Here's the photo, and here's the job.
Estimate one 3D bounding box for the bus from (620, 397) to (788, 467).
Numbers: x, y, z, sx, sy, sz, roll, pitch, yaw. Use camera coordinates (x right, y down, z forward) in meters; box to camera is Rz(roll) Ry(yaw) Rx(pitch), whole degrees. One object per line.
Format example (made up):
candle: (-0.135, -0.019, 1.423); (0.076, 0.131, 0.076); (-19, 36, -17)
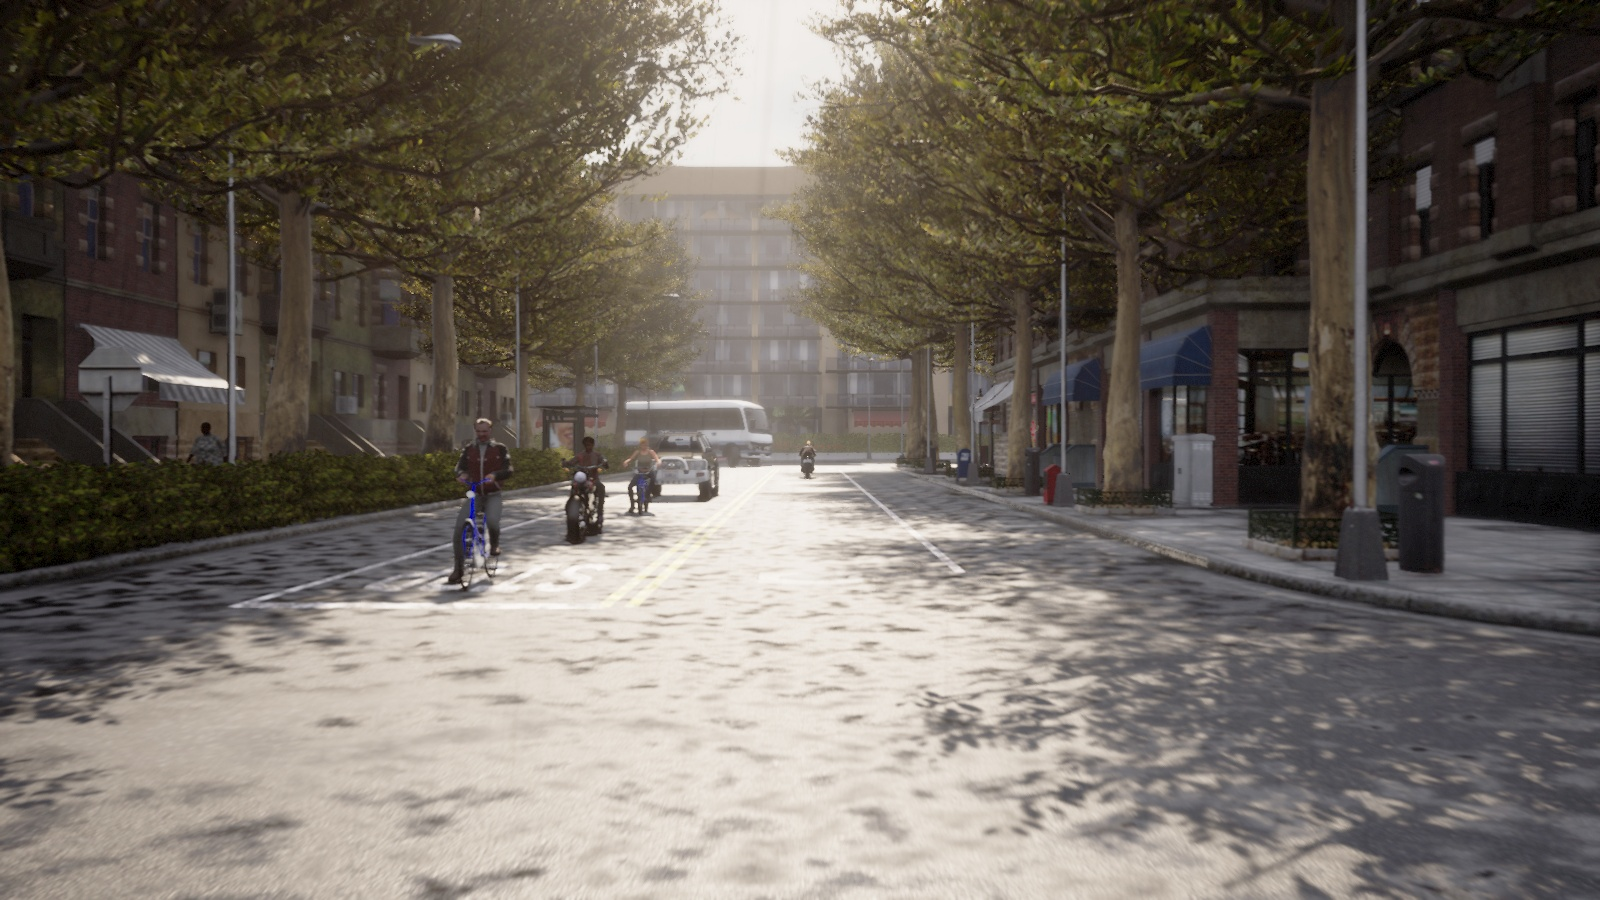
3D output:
bus: (-6.248, -1.095, 81.587); (10.273, 4.253, 3.944); (0, -2, 27)

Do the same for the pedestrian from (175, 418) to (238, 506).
pedestrian: (-12.724, 0.241, 26.934); (0.874, 1.855, 0.900); (0, 0, 6)

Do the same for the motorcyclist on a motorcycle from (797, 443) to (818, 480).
motorcyclist on a motorcycle: (0.322, 0.477, 54.046); (0.866, 1.530, 2.191); (0, 0, 0)

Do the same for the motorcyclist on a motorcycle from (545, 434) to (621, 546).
motorcyclist on a motorcycle: (-3.373, 0.583, 19.725); (0.766, 1.649, 2.350); (0, 0, 0)

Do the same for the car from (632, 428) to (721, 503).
car: (-3.289, 0.363, 34.256); (1.932, 1.855, 4.605); (0, 2, 0)

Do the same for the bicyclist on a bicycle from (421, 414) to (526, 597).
bicyclist on a bicycle: (-3.371, 0.540, 13.117); (0.659, 1.776, 1.843); (0, 0, -1)

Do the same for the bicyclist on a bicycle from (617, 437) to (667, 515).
bicyclist on a bicycle: (-3.329, 0.531, 26.560); (0.866, 1.612, 1.509); (0, 0, 1)
